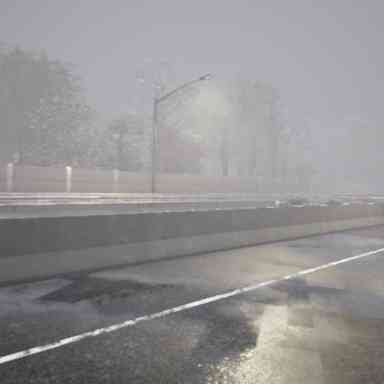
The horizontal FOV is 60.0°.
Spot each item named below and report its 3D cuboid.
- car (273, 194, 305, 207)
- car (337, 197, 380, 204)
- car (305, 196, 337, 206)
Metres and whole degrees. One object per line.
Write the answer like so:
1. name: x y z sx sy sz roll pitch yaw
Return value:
1. car: 10.905 0.999 36.761 4.902 1.511 2.128 1 2 -41
2. car: 16.512 1.219 32.376 5.008 1.535 1.882 0 2 -41
3. car: 14.194 1.154 34.995 4.674 1.442 1.812 0 2 -41
